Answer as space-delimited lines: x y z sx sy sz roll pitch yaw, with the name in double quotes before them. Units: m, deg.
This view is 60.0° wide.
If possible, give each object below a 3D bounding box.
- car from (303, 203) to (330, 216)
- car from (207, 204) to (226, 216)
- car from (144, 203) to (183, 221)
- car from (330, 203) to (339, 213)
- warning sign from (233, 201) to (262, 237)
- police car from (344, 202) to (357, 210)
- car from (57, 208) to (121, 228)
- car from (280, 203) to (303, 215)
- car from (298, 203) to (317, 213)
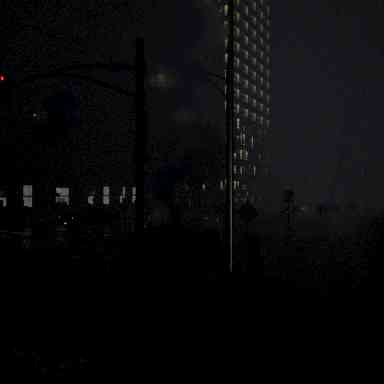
"car" 16.973 2.376 45.239 1.837 1.490 4.892 0 -1 33
"car" 3.662 2.222 42.919 1.812 1.442 4.674 0 -1 33
"car" -2.795 1.835 32.894 2.097 1.767 4.553 0 -1 33
"car" 22.503 2.529 53.853 1.882 1.535 5.008 0 -1 33
"warning sign" 3.104 1.454 18.559 1.300 1.860 1.060 1 1 33
"police car" 31.466 2.739 65.857 1.930 1.638 5.238 0 -1 33
"car" -7.712 1.921 25.252 1.895 1.301 4.718 0 -1 33
"car" 13.919 2.459 46.590 1.895 1.301 4.718 0 -1 33
"car" 19.106 2.534 54.750 1.837 1.490 4.892 0 -1 33
